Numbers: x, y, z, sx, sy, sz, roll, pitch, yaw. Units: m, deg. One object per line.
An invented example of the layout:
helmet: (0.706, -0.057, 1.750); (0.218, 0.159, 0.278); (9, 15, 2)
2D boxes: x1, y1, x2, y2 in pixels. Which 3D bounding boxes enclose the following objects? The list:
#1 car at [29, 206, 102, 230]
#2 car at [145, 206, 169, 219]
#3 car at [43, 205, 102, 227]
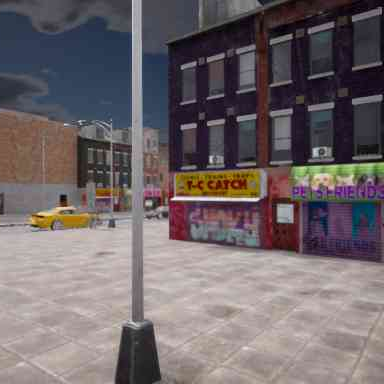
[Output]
car: (-8.637, 1.802, 23.191); (1.882, 1.535, 5.008); (0, -1, 36)
car: (-3.088, 2.171, 35.529); (2.008, 1.369, 4.403); (-2, -2, 36)
car: (-9.514, 1.825, 26.737); (1.967, 1.590, 4.097); (-2, -2, 36)
